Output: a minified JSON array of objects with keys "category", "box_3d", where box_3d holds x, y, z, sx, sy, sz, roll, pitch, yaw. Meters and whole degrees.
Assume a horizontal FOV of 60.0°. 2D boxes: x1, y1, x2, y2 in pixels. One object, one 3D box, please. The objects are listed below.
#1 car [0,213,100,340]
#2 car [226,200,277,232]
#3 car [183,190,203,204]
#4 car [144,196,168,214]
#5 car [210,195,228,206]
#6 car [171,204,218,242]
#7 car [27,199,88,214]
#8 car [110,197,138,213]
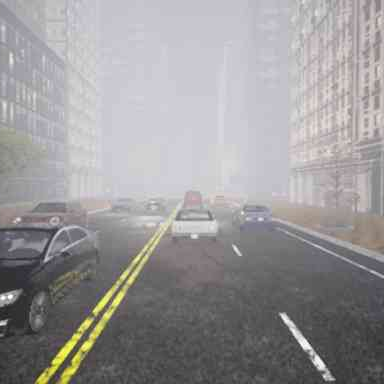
[{"category":"car","box_3d":[-3.249,1.423,6.632,2.128,1.511,4.902,0,1,0]},{"category":"car","box_3d":[3.355,1.355,18.791,2.033,1.411,5.357,0,1,0]},{"category":"car","box_3d":[0.107,0.821,38.493,2.150,2.045,5.566,0,1,0]},{"category":"car","box_3d":[-3.277,1.170,31.151,2.128,1.511,4.902,0,0,1]},{"category":"car","box_3d":[3.356,1.049,40.947,1.882,1.535,5.008,0,1,0]},{"category":"car","box_3d":[0.104,1.443,15.358,1.895,1.301,4.718,0,1,0]},{"category":"car","box_3d":[-6.497,1.191,15.720,2.097,1.767,4.553,0,1,0]},{"category":"car","box_3d":[-6.509,1.209,32.609,2.033,1.411,5.357,0,1,0]}]
